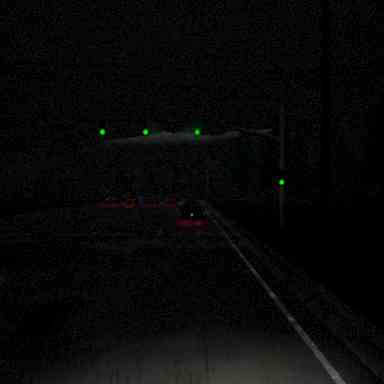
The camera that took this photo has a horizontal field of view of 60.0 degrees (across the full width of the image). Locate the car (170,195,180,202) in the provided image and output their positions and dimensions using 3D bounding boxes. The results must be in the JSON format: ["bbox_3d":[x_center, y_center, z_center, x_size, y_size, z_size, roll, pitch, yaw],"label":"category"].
[{"bbox_3d":[-3.514,1.436,69.597,1.994,1.385,4.181,0,0,0],"label":"car"}]

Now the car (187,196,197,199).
[{"bbox_3d":[-0.013,1.513,59.687,1.994,1.385,4.181,0,0,0],"label":"car"}]

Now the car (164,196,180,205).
[{"bbox_3d":[-3.512,1.453,59.383,1.837,1.490,4.892,0,0,0],"label":"car"}]

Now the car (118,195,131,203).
[{"bbox_3d":[-14.015,1.411,69.596,1.812,1.442,4.674,0,0,0],"label":"car"}]

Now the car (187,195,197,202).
[{"bbox_3d":[-0.014,1.436,69.597,1.994,1.385,4.181,0,0,0],"label":"car"}]

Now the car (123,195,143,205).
[{"bbox_3d":[-10.512,1.453,59.204,1.837,1.490,4.892,0,0,0],"label":"car"}]

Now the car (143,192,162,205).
[{"bbox_3d":[-7.012,1.300,59.461,2.097,1.767,4.553,0,0,0],"label":"car"}]

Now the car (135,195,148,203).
[{"bbox_3d":[-10.514,1.366,69.596,1.882,1.535,5.008,0,0,0],"label":"car"}]

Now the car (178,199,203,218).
[{"bbox_3d":[-0.006,1.576,29.396,1.895,1.301,4.718,0,0,0],"label":"car"}]

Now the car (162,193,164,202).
[{"bbox_3d":[-7.014,1.111,69.626,2.150,2.045,5.566,0,0,0],"label":"car"}]

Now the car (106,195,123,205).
[{"bbox_3d":[-14.012,1.473,59.472,1.812,1.442,4.674,0,0,0],"label":"car"}]
